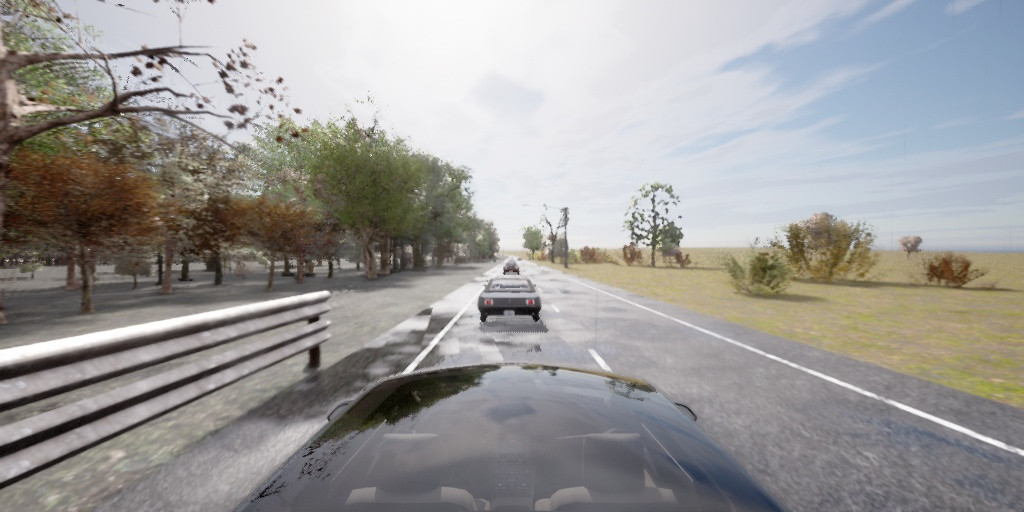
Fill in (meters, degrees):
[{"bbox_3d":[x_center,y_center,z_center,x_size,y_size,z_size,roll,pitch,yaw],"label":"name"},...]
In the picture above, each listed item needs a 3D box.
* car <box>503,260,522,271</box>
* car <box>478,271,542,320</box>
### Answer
[{"bbox_3d":[-0.079,1.435,42.613,1.895,1.301,4.718,0,0,0],"label":"car"},{"bbox_3d":[-0.066,1.377,12.646,1.895,1.301,4.718,0,0,0],"label":"car"}]
